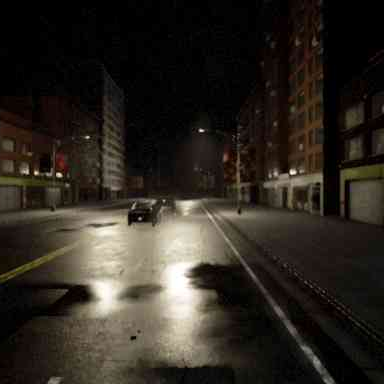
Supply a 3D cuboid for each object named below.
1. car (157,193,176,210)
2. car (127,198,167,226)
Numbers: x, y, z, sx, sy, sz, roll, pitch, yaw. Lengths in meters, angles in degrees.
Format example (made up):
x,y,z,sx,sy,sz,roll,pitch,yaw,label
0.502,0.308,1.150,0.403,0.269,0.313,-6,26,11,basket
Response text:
x,y,z,sx,sy,sz,roll,pitch,yaw,label
-3.163,1.122,40.286,2.150,2.045,5.566,0,0,0,car
-3.158,1.431,22.659,2.128,1.511,4.902,0,0,0,car
